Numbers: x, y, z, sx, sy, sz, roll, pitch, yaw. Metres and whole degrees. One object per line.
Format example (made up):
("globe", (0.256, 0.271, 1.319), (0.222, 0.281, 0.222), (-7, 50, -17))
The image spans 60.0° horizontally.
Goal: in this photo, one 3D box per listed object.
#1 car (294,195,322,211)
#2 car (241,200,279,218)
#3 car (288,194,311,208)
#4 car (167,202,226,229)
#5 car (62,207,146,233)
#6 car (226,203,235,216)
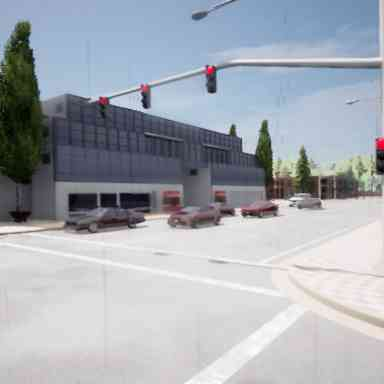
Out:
("car", (14.904, 1.514, 41.885), (1.837, 1.490, 4.892), (-1, 0, 38))
("car", (6.318, 1.536, 30.696), (1.882, 1.535, 5.008), (-1, 0, 38))
("car", (16.085, 1.253, 49.112), (2.150, 2.045, 5.566), (-1, -1, 38))
("car", (0.204, 1.658, 22.688), (1.994, 1.385, 4.181), (-1, 0, 37))
("car", (-5.377, 1.699, 21.196), (2.033, 1.411, 5.357), (-1, 0, 39))
("car", (2.355, 1.670, 31.271), (1.994, 1.385, 4.181), (-1, 0, 37))
